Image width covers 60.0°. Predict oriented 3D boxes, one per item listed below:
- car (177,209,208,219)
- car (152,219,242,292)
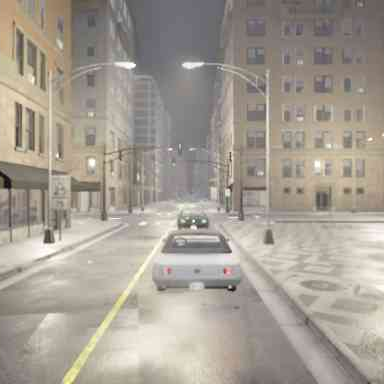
[{"bbox_3d":[-0.031,1.747,21.460,1.895,1.301,4.718,0,0,-3],"label":"car"},{"bbox_3d":[0.105,1.663,9.072,1.895,1.301,4.718,0,0,0],"label":"car"}]
